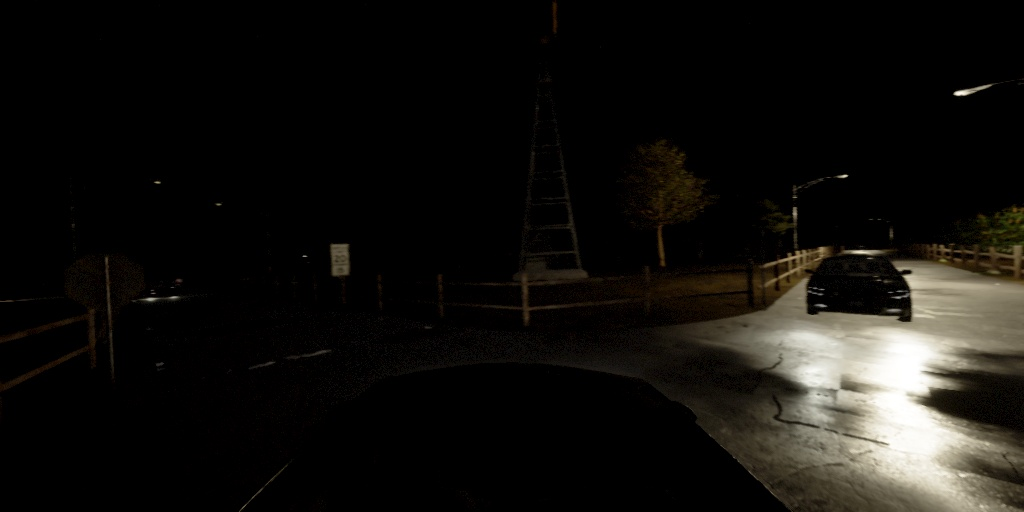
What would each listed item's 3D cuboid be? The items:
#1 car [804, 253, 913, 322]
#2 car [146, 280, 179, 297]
[{"bbox_3d":[9.518,0.716,9.968,1.882,1.535,5.008,-1,1,44],"label":"car"},{"bbox_3d":[-34.330,3.122,35.059,5.008,1.535,1.882,-4,-1,44],"label":"car"}]
